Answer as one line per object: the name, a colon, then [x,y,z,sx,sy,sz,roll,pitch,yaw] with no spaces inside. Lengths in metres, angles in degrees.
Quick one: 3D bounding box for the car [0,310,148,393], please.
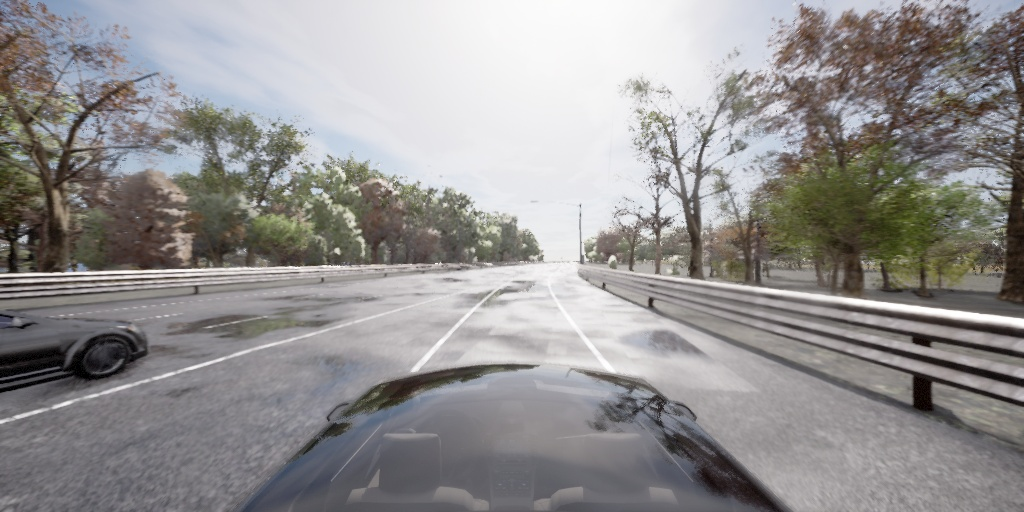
car: [-7.801,1.304,4.791,1.994,1.385,4.181,0,-1,10]
